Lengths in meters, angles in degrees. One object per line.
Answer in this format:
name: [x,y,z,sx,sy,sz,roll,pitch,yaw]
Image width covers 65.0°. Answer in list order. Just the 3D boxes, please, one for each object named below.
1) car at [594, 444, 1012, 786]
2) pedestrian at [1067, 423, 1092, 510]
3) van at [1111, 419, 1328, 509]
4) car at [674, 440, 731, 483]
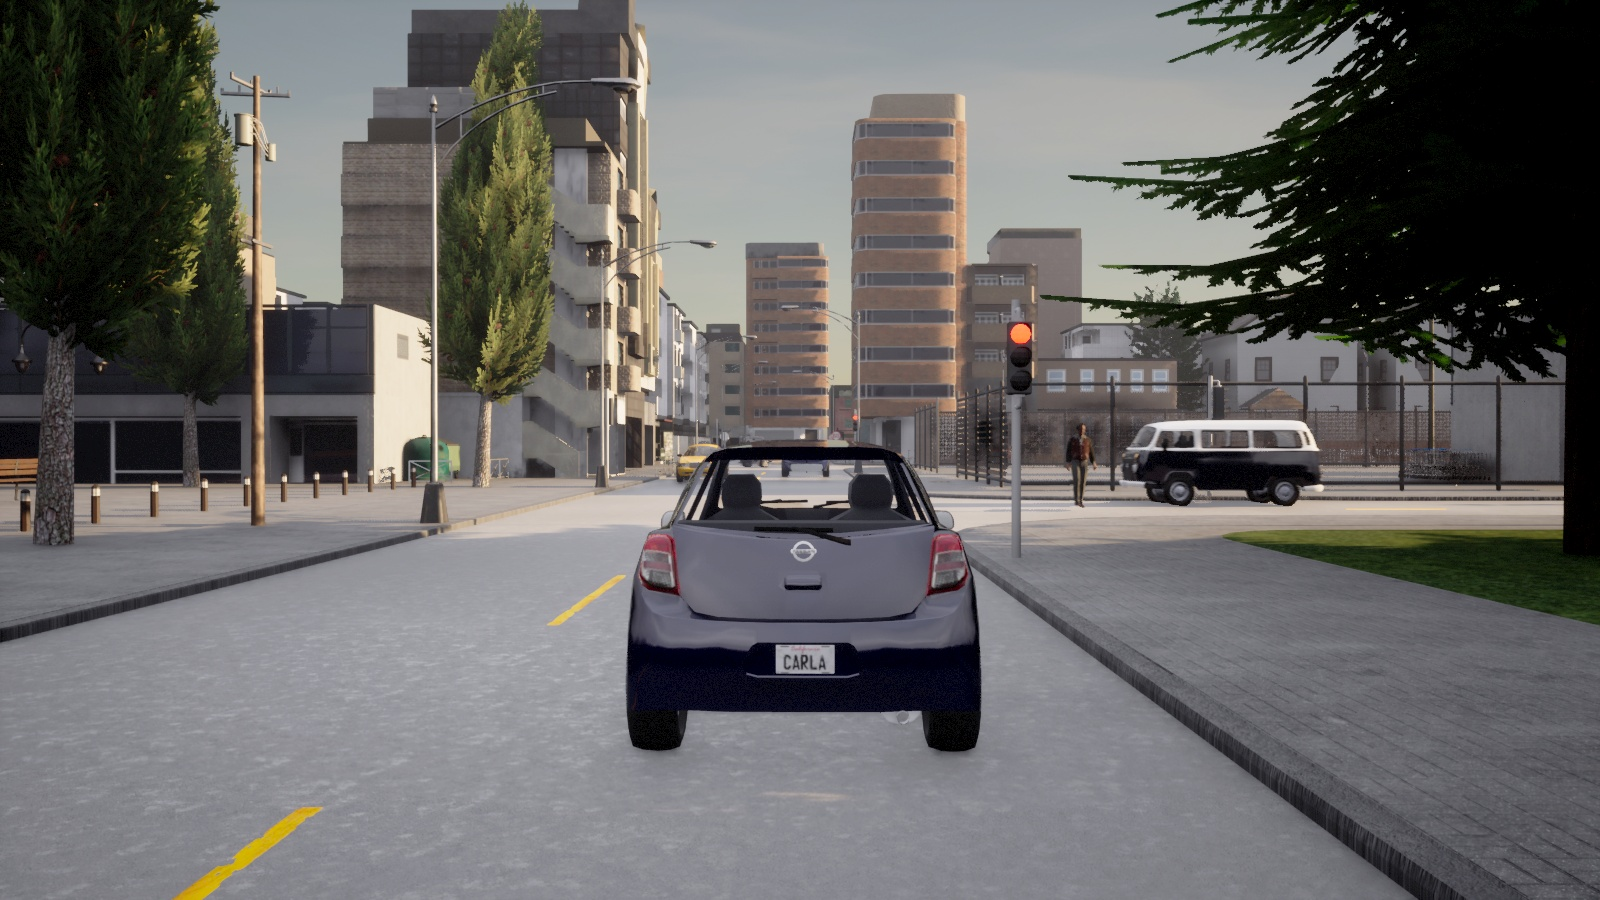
car: [0.036,0.719,7.361,1.845,1.501,3.633,0,0,1]
pedestrian: [6.062,0.348,27.232,0.376,1.854,0.720,0,0,0]
van: [9.942,0.312,30.045,4.480,2.038,2.069,0,0,0]
car: [-3.769,0.404,49.318,1.801,1.575,5.366,0,0,0]
